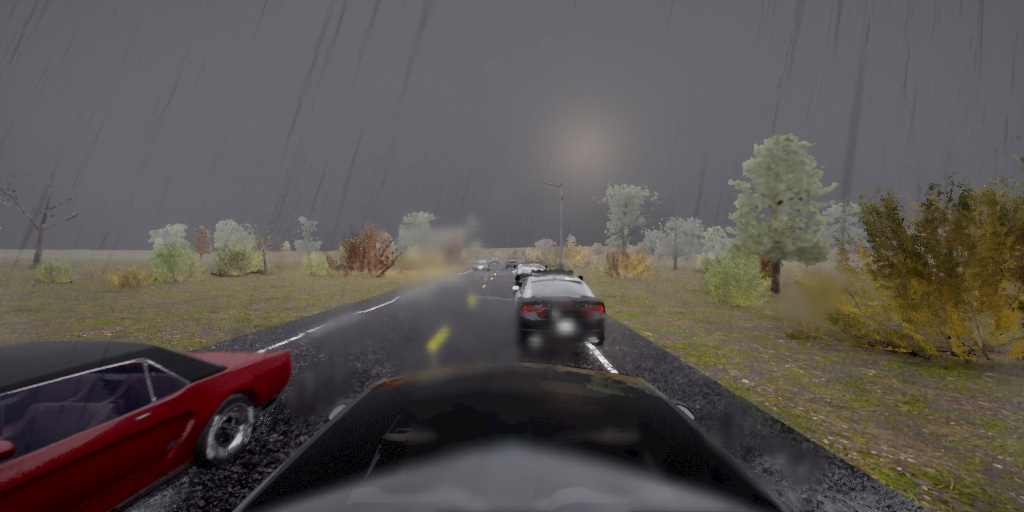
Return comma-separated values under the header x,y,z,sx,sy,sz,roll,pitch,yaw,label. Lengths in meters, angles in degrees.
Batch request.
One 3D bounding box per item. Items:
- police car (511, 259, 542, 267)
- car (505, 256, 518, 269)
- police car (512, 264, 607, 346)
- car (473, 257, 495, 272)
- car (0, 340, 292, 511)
x,y,z,sx,sy,sz,roll,pitch,yaw,label
1.046,1.159,19.557,1.930,1.638,5.238,0,0,0,police car
0.046,1.166,52.623,1.837,1.490,4.892,0,0,0,car
1.048,1.170,9.555,1.930,1.638,5.238,0,0,0,police car
-3.611,1.176,43.816,2.128,1.511,4.902,0,0,0,car
-3.600,1.351,2.108,1.895,1.301,4.718,0,0,0,car
